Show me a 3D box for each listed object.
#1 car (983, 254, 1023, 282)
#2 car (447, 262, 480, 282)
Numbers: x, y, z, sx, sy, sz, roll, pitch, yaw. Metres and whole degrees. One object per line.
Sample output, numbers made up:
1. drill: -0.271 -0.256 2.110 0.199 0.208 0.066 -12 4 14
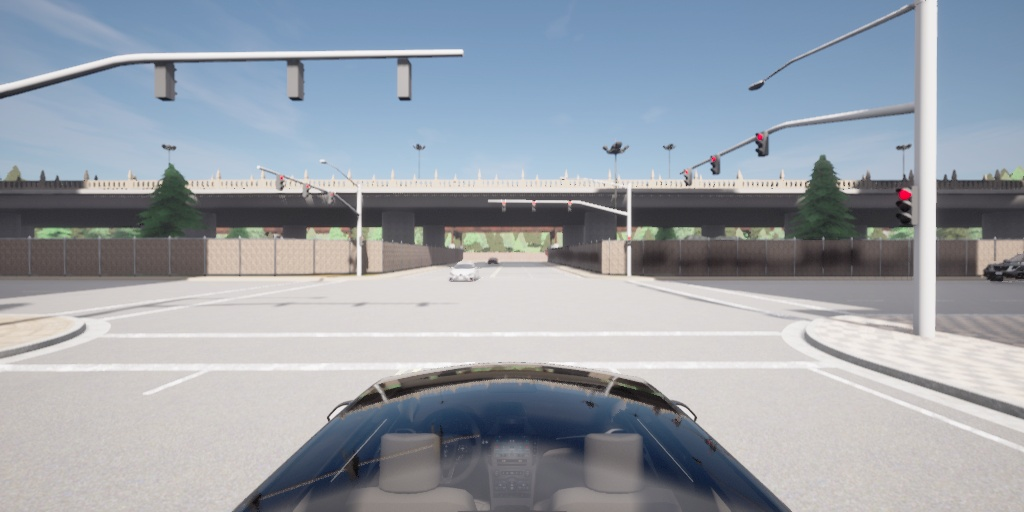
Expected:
1. car: 35.184 0.803 23.857 5.566 2.045 2.150 0 0 0
2. car: -3.481 1.175 26.695 1.812 1.442 4.674 0 1 0
